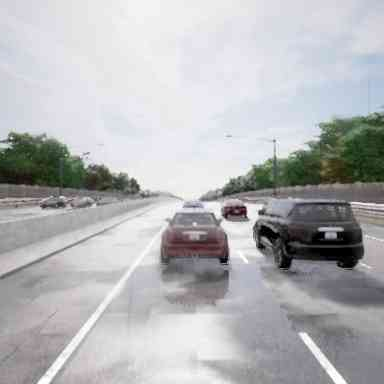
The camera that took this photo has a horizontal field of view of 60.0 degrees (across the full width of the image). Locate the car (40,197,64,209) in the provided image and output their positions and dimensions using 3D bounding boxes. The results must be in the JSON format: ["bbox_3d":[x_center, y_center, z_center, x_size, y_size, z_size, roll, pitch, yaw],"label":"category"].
[{"bbox_3d":[-17.584,1.412,42.495,1.837,1.490,4.892,0,0,0],"label":"car"}]

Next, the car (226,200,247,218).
[{"bbox_3d":[3.588,1.408,29.049,1.882,1.535,5.008,0,0,0],"label":"car"}]

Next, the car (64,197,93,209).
[{"bbox_3d":[-14.084,1.398,42.730,2.128,1.511,4.902,0,0,0],"label":"car"}]

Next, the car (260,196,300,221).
[{"bbox_3d":[7.084,1.289,27.229,2.097,1.767,4.553,0,0,0],"label":"car"}]

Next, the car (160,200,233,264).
[{"bbox_3d":[0.084,1.339,11.946,2.097,1.767,4.553,0,0,0],"label":"car"}]

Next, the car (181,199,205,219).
[{"bbox_3d":[0.089,1.409,29.030,1.882,1.535,5.008,0,0,0],"label":"car"}]

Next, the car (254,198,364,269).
[{"bbox_3d":[3.584,1.208,11.236,2.150,2.045,5.566,0,0,0],"label":"car"}]

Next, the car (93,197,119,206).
[{"bbox_3d":[-10.587,1.383,42.284,1.882,1.535,5.008,0,0,0],"label":"car"}]
